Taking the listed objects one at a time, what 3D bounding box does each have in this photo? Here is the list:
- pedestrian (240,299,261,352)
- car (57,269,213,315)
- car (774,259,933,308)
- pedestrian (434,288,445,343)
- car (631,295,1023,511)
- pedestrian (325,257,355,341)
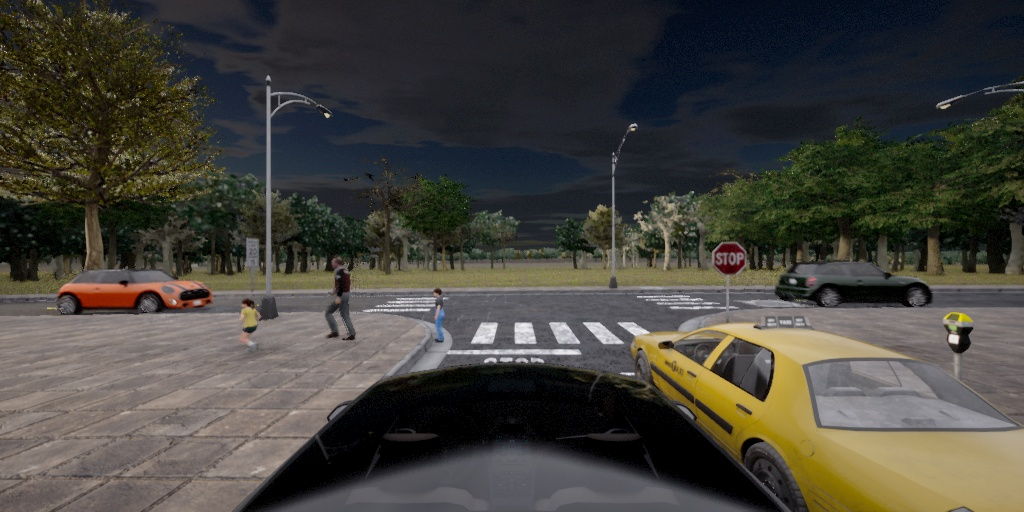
[{"bbox_3d":[-5.091,1.295,6.949,0.500,1.100,0.500,0,0,0],"label":"pedestrian"},{"bbox_3d":[-14.492,1.272,13.977,4.553,1.767,2.097,-1,0,1],"label":"car"},{"bbox_3d":[12.792,0.971,13.595,4.553,1.767,2.097,0,0,1],"label":"car"},{"bbox_3d":[-1.694,1.322,8.348,0.375,1.300,0.375,0,0,0],"label":"pedestrian"},{"bbox_3d":[2.653,1.275,3.769,1.751,1.417,4.829,0,0,0],"label":"car"},{"bbox_3d":[-3.698,0.892,7.683,0.375,1.860,0.375,0,0,0],"label":"pedestrian"}]
